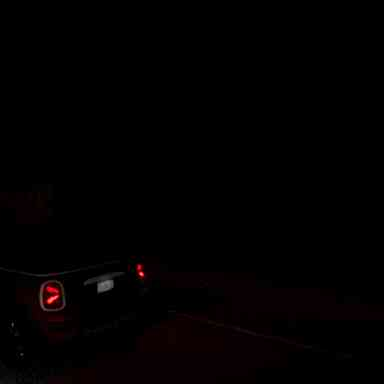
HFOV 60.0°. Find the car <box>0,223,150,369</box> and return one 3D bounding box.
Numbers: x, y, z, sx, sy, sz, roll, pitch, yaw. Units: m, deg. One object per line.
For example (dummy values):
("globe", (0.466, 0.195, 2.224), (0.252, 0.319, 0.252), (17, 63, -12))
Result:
("car", (-2.972, 1.380, 6.020), (4.553, 1.767, 2.097), (0, 0, 35))
